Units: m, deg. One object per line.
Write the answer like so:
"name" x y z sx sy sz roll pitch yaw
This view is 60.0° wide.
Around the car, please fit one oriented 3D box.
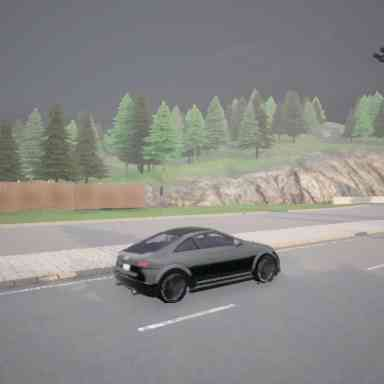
"car" 0.229 1.563 8.208 4.181 1.385 1.994 0 0 -35
